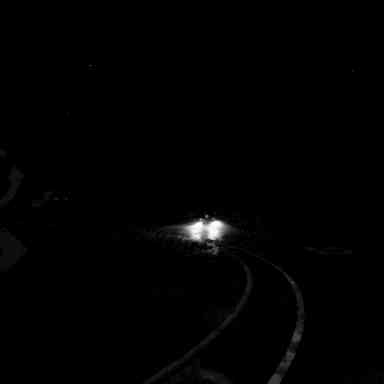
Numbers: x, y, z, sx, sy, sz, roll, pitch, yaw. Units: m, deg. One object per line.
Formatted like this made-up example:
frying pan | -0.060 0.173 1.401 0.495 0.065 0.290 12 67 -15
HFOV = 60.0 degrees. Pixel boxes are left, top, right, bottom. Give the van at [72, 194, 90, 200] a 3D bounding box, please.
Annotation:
van | -20.804 1.285 60.302 4.442 1.987 1.878 2 1 -35

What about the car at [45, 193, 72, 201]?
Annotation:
car | -28.698 1.124 71.714 5.008 1.535 2.097 2 1 -35

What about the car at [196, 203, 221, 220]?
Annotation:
car | 1.569 1.694 29.828 1.895 1.301 4.718 0 0 9

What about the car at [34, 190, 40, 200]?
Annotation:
car | -34.778 0.963 71.507 2.128 1.511 4.902 2 1 -35

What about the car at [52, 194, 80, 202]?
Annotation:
car | -25.486 1.309 67.193 4.792 1.488 2.163 2 1 -35

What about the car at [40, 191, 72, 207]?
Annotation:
car | -21.631 1.255 52.908 2.150 2.045 5.566 0 1 -42

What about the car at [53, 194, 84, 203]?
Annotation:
car | -24.063 1.350 64.801 5.366 1.575 1.946 2 1 -35

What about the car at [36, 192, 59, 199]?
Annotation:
car | -35.099 0.858 80.784 4.674 1.452 2.002 2 1 -35

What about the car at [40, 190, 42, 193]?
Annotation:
car | -31.902 1.010 76.247 4.674 1.452 2.002 2 1 -35

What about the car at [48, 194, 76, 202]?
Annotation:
car | -27.111 1.203 69.440 4.892 1.521 2.231 2 1 -35

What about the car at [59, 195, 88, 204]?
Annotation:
car | -22.290 1.465 62.656 4.792 1.488 2.163 2 1 -35

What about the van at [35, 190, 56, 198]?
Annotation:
van | -36.590 0.518 83.118 4.442 1.987 1.878 2 1 -35
